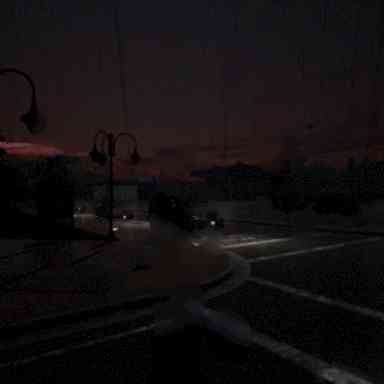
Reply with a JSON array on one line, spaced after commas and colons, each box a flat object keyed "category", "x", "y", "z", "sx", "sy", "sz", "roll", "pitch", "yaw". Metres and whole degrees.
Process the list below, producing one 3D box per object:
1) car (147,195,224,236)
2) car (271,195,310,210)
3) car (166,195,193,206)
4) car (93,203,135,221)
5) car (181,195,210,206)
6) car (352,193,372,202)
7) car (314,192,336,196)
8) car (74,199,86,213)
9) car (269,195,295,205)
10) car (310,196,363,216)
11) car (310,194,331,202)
[{"category": "car", "x": -0.561, "y": 1.224, "z": 19.163, "sx": 2.150, "sy": 2.045, "sz": 5.566, "roll": 0, "pitch": 0, "yaw": -36}, {"category": "car", "x": 11.202, "y": 1.361, "z": 38.019, "sx": 1.970, "sy": 1.475, "sz": 3.806, "roll": 0, "pitch": 0, "yaw": -36}, {"category": "car", "x": -2.039, "y": 1.320, "z": 51.439, "sx": 2.007, "sy": 1.523, "sz": 4.514, "roll": 0, "pitch": 0, "yaw": -36}, {"category": "car", "x": -6.453, "y": 1.603, "z": 27.258, "sx": 1.895, "sy": 1.301, "sz": 4.718, "roll": 0, "pitch": 0, "yaw": -36}, {"category": "car", "x": 0.485, "y": 1.307, "z": 53.303, "sx": 2.152, "sy": 1.636, "sz": 5.027, "roll": 0, "pitch": 0, "yaw": -36}, {"category": "car", "x": 33.302, "y": 1.032, "z": 66.350, "sx": 1.932, "sy": 1.855, "sz": 4.605, "roll": 0, "pitch": 0, "yaw": -36}, {"category": "car", "x": 22.746, "y": 1.248, "z": 59.698, "sx": 2.007, "sy": 1.523, "sz": 4.514, "roll": 0, "pitch": 0, "yaw": -36}, {"category": "car", "x": -13.103, "y": 1.494, "z": 36.438, "sx": 2.128, "sy": 1.511, "sz": 4.902, "roll": 0, "pitch": 0, "yaw": -36}, {"category": "car", "x": 14.585, "y": 1.282, "z": 53.931, "sx": 1.845, "sy": 1.501, "sz": 3.633, "roll": 0, "pitch": 0, "yaw": -36}, {"category": "car", "x": 13.083, "y": 1.354, "z": 30.247, "sx": 1.845, "sy": 1.501, "sz": 3.633, "roll": 0, "pitch": 0, "yaw": -36}, {"category": "car", "x": 28.349, "y": 1.296, "z": 73.232, "sx": 1.970, "sy": 1.475, "sz": 3.806, "roll": 0, "pitch": 0, "yaw": -36}]
